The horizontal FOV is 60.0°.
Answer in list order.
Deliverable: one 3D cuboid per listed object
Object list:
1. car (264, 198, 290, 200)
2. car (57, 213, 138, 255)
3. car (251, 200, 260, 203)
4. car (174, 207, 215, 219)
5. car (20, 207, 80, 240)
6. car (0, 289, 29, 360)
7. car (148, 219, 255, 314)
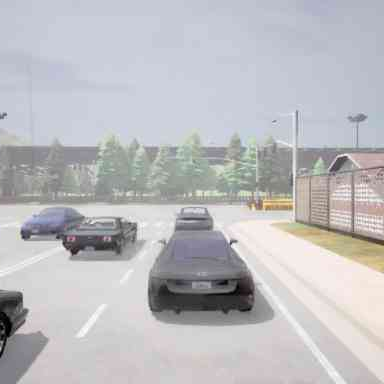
[{"bbox_3d":[12.289,1.601,45.343,4.718,1.301,1.895,0,0,-3],"label":"car"},{"bbox_3d":[-3.398,1.601,13.300,1.895,1.301,4.718,0,0,0],"label":"car"},{"bbox_3d":[11.752,1.601,52.362,4.718,1.301,1.895,0,0,-2],"label":"car"},{"bbox_3d":[0.123,1.492,16.850,2.128,1.511,4.902,0,0,1],"label":"car"},{"bbox_3d":[-7.020,1.525,17.276,1.812,1.442,4.674,0,0,0],"label":"car"},{"bbox_3d":[-3.399,1.547,2.579,2.033,1.411,5.357,0,0,0],"label":"car"},{"bbox_3d":[0.147,1.564,7.689,1.994,1.385,4.181,0,0,-1],"label":"car"}]
